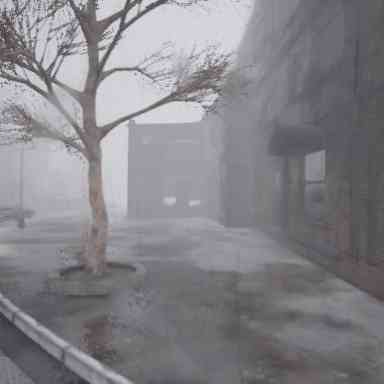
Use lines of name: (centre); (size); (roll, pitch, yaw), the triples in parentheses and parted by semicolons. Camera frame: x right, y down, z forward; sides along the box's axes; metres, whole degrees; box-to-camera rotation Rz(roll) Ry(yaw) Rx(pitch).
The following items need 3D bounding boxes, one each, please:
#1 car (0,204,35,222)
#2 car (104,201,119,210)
car: (-16.172, 1.868, 30.590); (2.128, 1.511, 4.902); (1, -1, -4)
car: (-14.789, 2.306, 58.603); (1.882, 1.535, 5.008); (1, -1, 16)
